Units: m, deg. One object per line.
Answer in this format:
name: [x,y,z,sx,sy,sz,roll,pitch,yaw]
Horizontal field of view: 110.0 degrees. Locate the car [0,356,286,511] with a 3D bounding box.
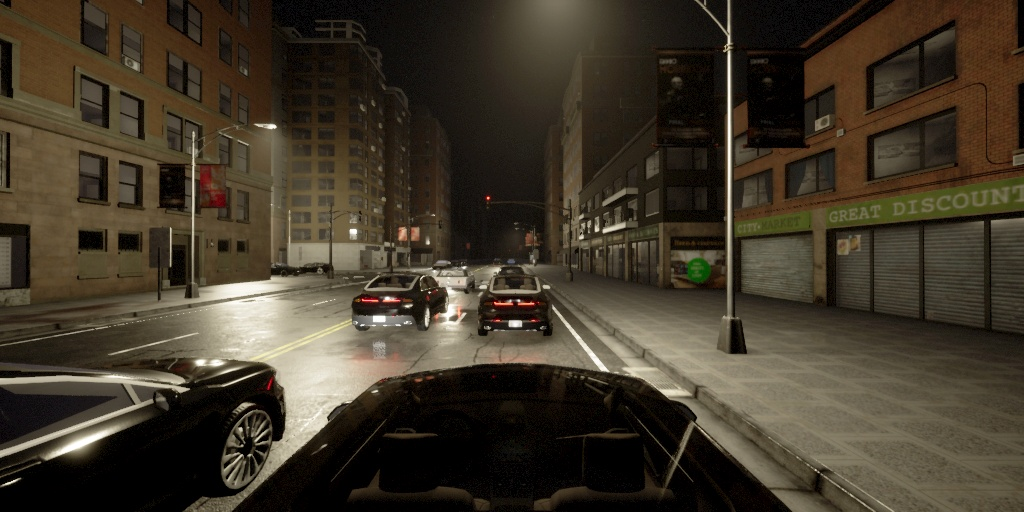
car: [-3.154,1.242,1.589,2.128,1.511,4.902,0,0,0]

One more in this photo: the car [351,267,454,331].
car: [-3.170,1.256,10.978,1.837,1.490,4.892,0,0,0]

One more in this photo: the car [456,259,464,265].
car: [-9.942,1.343,61.905,1.994,1.385,4.181,0,0,0]

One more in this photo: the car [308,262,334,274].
car: [-22.227,1.348,40.053,4.313,1.339,1.948,0,0,0]

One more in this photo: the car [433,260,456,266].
car: [-9.933,1.319,51.573,2.033,1.411,5.357,0,0,3]

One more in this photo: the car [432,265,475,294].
car: [-3.189,1.354,20.290,1.895,1.301,4.718,0,0,0]

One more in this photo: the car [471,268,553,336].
car: [0.081,1.256,10.387,1.837,1.490,4.892,0,0,0]

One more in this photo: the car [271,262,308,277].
car: [-22.610,1.316,34.572,4.181,1.385,1.994,0,0,0]

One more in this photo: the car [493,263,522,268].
car: [-0.035,1.279,19.644,1.812,1.442,4.674,0,0,0]
